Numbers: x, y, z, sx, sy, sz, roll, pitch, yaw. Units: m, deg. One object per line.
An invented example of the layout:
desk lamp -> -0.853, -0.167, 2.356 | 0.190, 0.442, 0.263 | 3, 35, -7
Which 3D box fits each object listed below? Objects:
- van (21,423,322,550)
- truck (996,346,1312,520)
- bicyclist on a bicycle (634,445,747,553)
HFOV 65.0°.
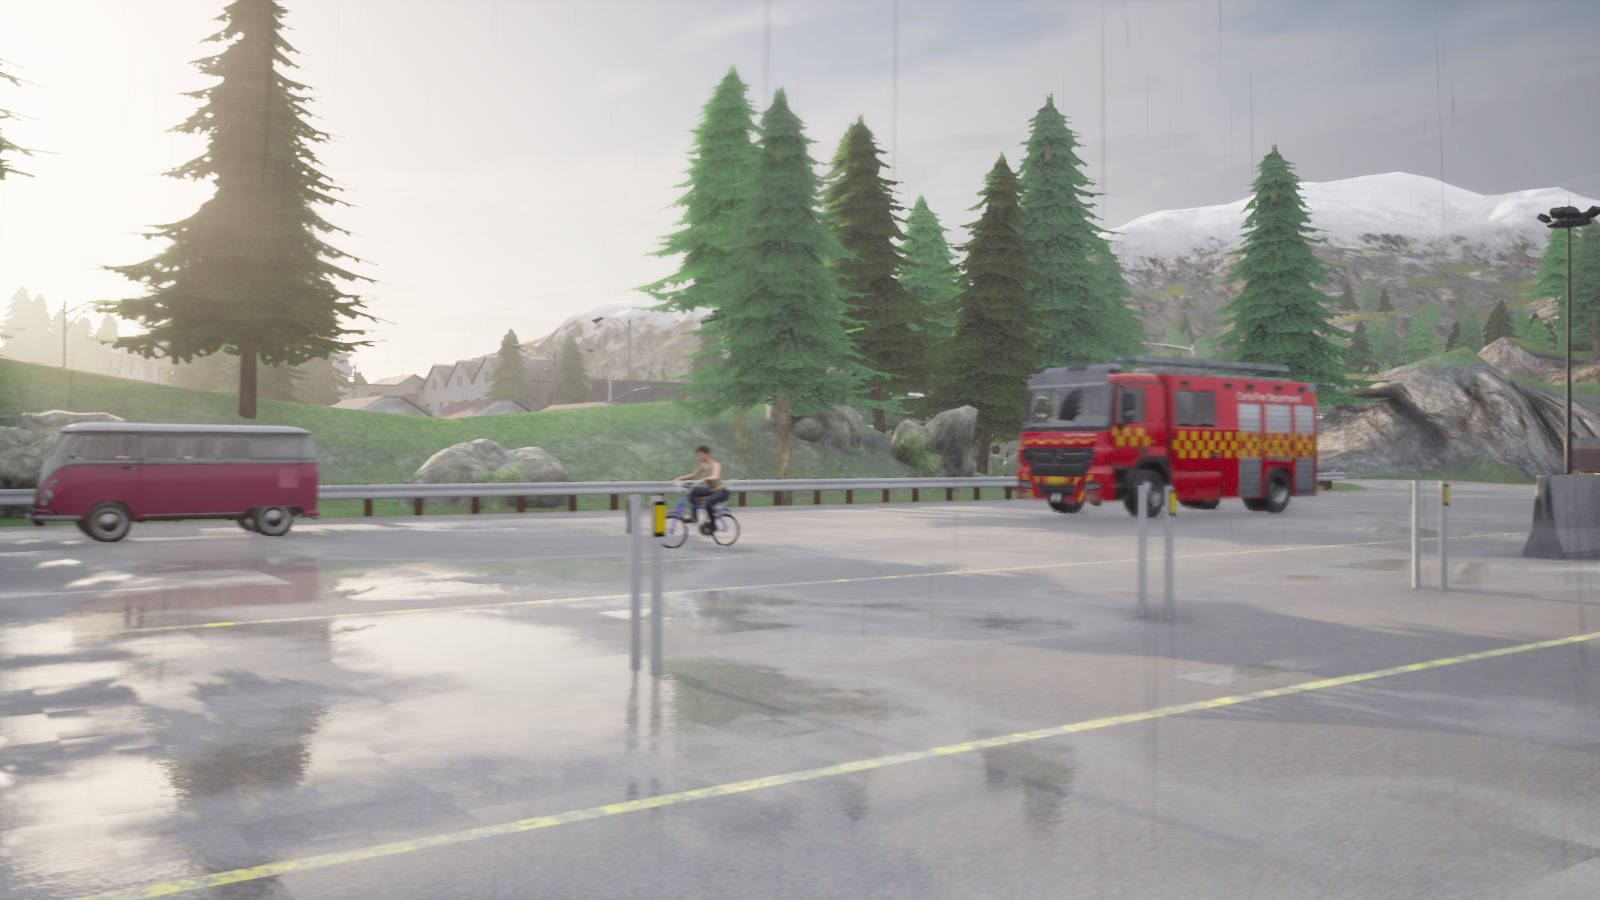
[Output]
van -> -10.808, 0.574, 21.723 | 4.442, 1.987, 1.775 | 0, 0, -35
truck -> 8.975, -0.362, 31.278 | 8.468, 3.827, 2.891 | 0, 0, -36
bicyclist on a bicycle -> -1.702, 0.733, 19.539 | 1.509, 1.612, 0.866 | 0, 0, -35
